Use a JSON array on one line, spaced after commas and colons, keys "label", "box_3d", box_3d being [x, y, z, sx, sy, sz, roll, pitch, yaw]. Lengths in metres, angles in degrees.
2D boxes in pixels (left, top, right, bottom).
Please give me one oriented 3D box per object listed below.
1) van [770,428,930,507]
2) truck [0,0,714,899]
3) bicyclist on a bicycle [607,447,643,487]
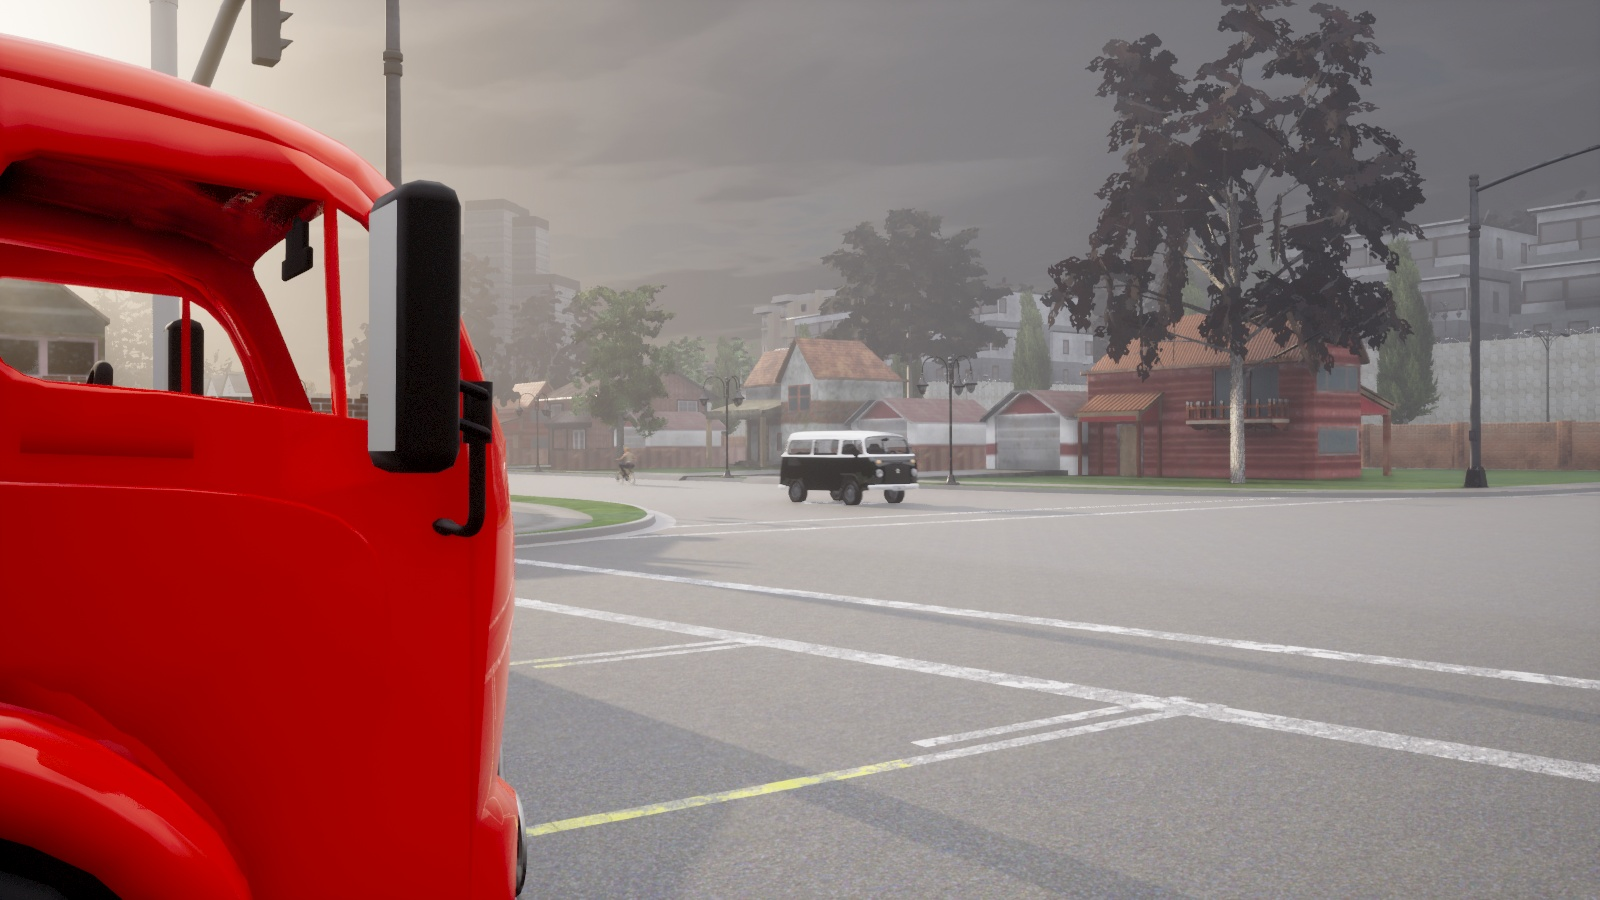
[{"label": "van", "box_3d": [1.322, 0.464, 34.905, 2.069, 2.038, 4.480, -1, 0, -36]}, {"label": "truck", "box_3d": [-3.027, 0.263, 1.582, 5.204, 2.467, 2.627, 0, 0, -34]}, {"label": "bicyclist on a bicycle", "box_3d": [-7.331, 0.702, 52.566, 0.866, 1.612, 1.509, -1, 0, -37]}]
